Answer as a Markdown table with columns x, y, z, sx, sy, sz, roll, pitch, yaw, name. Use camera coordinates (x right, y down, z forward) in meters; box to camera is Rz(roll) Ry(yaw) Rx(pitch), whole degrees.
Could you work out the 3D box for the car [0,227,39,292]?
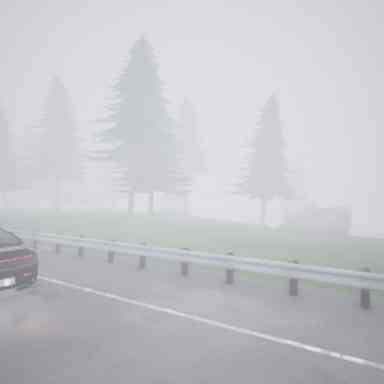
| x | y | z | sx | sy | sz | roll | pitch | yaw | name |
| --- | --- | --- | --- | --- | --- | --- | --- | --- | --- |
| -5.631 | 1.556 | 8.013 | 4.892 | 1.490 | 1.837 | 0 | 0 | 36 | car |
